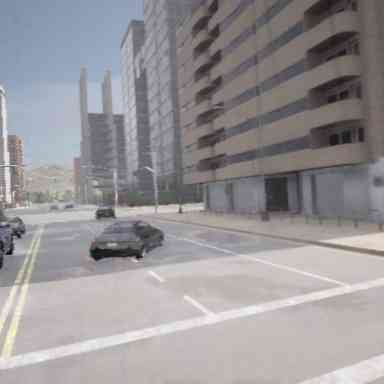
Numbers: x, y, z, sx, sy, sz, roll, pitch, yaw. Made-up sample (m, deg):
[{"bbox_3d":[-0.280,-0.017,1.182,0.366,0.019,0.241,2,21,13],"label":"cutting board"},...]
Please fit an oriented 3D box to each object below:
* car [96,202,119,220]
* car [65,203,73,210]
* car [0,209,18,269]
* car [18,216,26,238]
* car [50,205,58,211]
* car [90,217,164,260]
[{"bbox_3d":[-9.714,2.294,37.329,1.882,1.535,5.008,-3,-2,-19],"label":"car"},{"bbox_3d":[-31.731,3.676,85.843,1.882,1.535,5.008,-3,0,-23],"label":"car"},{"bbox_3d":[-8.311,1.751,12.822,2.150,2.045,5.566,-3,0,-23],"label":"car"},{"bbox_3d":[-12.458,2.357,22.633,2.033,1.411,5.357,-3,0,-23],"label":"car"},{"bbox_3d":[-34.943,3.893,84.467,2.033,1.411,5.357,-3,0,-23],"label":"car"},{"bbox_3d":[-2.499,1.856,13.704,1.994,1.385,4.181,-3,-1,9],"label":"car"}]
